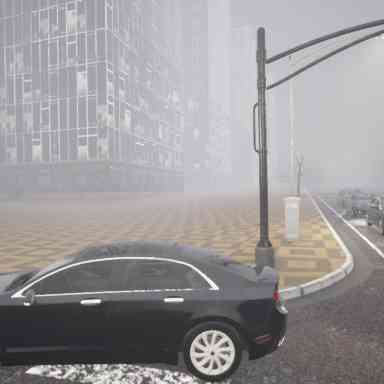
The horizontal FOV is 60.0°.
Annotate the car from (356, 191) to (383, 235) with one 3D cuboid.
[{"bbox_3d":[8.882,0.928,14.489,2.128,1.511,4.902,-1,2,18],"label":"car"}]

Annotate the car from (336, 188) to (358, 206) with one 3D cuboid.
[{"bbox_3d":[12.855,0.454,26.870,2.128,1.511,4.902,-1,2,18],"label":"car"}]

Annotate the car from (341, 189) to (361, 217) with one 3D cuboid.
[{"bbox_3d":[10.895,0.759,20.794,1.994,1.385,4.181,-1,2,17],"label":"car"}]

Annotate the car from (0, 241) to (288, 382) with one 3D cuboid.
[{"bbox_3d":[-1.153,1.505,4.795,4.892,1.490,1.837,0,0,0],"label":"car"}]
